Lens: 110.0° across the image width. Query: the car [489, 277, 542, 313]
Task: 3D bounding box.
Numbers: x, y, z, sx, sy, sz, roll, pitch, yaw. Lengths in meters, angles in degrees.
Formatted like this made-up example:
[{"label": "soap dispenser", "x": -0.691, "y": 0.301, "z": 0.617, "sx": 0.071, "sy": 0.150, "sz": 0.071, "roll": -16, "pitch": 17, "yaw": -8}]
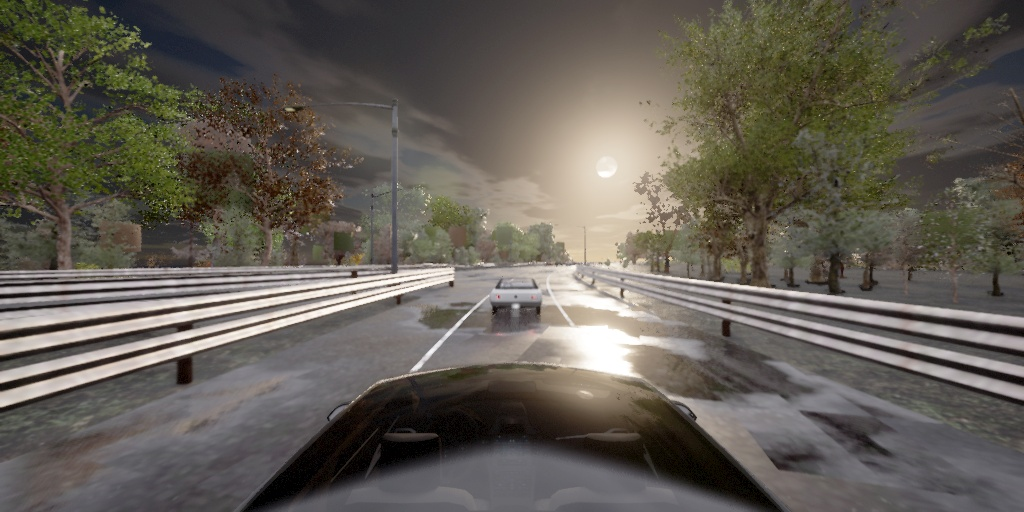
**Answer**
[{"label": "car", "x": 0.249, "y": 1.490, "z": 14.735, "sx": 1.895, "sy": 1.301, "sz": 4.718, "roll": 0, "pitch": -1, "yaw": 3}]
